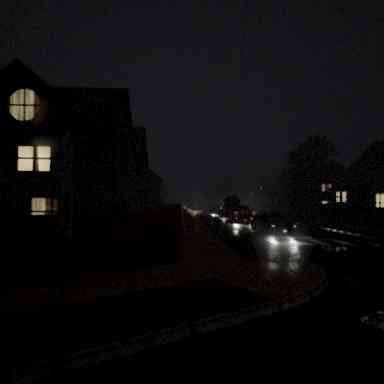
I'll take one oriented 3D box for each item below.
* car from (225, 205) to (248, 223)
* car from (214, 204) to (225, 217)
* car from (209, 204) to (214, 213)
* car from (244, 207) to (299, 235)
[{"bbox_3d":[4.821,2.063,32.647,2.097,1.767,4.553,1,-2,-2],"label":"car"},{"bbox_3d":[4.472,2.557,43.493,2.033,1.411,5.357,1,-2,-2],"label":"car"},{"bbox_3d":[4.077,2.925,58.639,2.128,1.511,4.902,1,-2,-2],"label":"car"},{"bbox_3d":[5.229,1.969,22.002,2.033,1.411,5.357,1,-2,-4],"label":"car"}]
